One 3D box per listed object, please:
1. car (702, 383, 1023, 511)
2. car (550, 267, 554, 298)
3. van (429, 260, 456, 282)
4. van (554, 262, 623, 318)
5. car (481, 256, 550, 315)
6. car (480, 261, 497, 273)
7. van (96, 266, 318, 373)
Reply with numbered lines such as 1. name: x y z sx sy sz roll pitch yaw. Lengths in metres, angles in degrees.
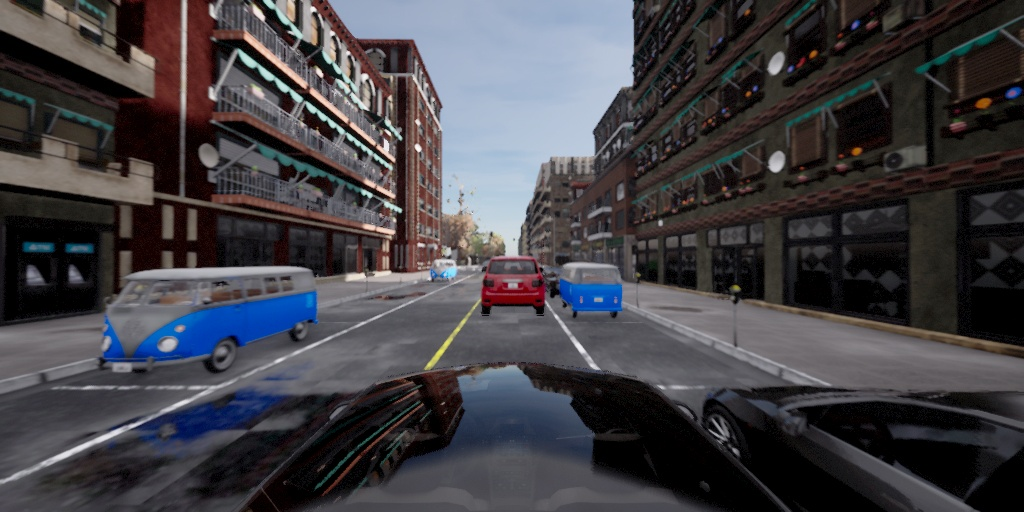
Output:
1. car: 2.691 1.316 1.673 1.948 1.339 4.313 0 0 0
2. car: 2.684 1.393 18.659 1.948 1.339 4.313 0 0 0
3. van: -5.702 1.223 29.978 1.690 1.789 3.998 0 0 0
4. van: 2.687 1.141 12.998 1.690 1.789 3.998 0 0 0
5. car: 0.058 1.027 13.899 2.150 2.045 5.566 0 0 1
6. car: -3.092 1.485 48.221 1.837 1.490 4.892 0 -1 0
7. van: -5.692 1.116 7.331 1.690 1.789 3.998 0 0 0
